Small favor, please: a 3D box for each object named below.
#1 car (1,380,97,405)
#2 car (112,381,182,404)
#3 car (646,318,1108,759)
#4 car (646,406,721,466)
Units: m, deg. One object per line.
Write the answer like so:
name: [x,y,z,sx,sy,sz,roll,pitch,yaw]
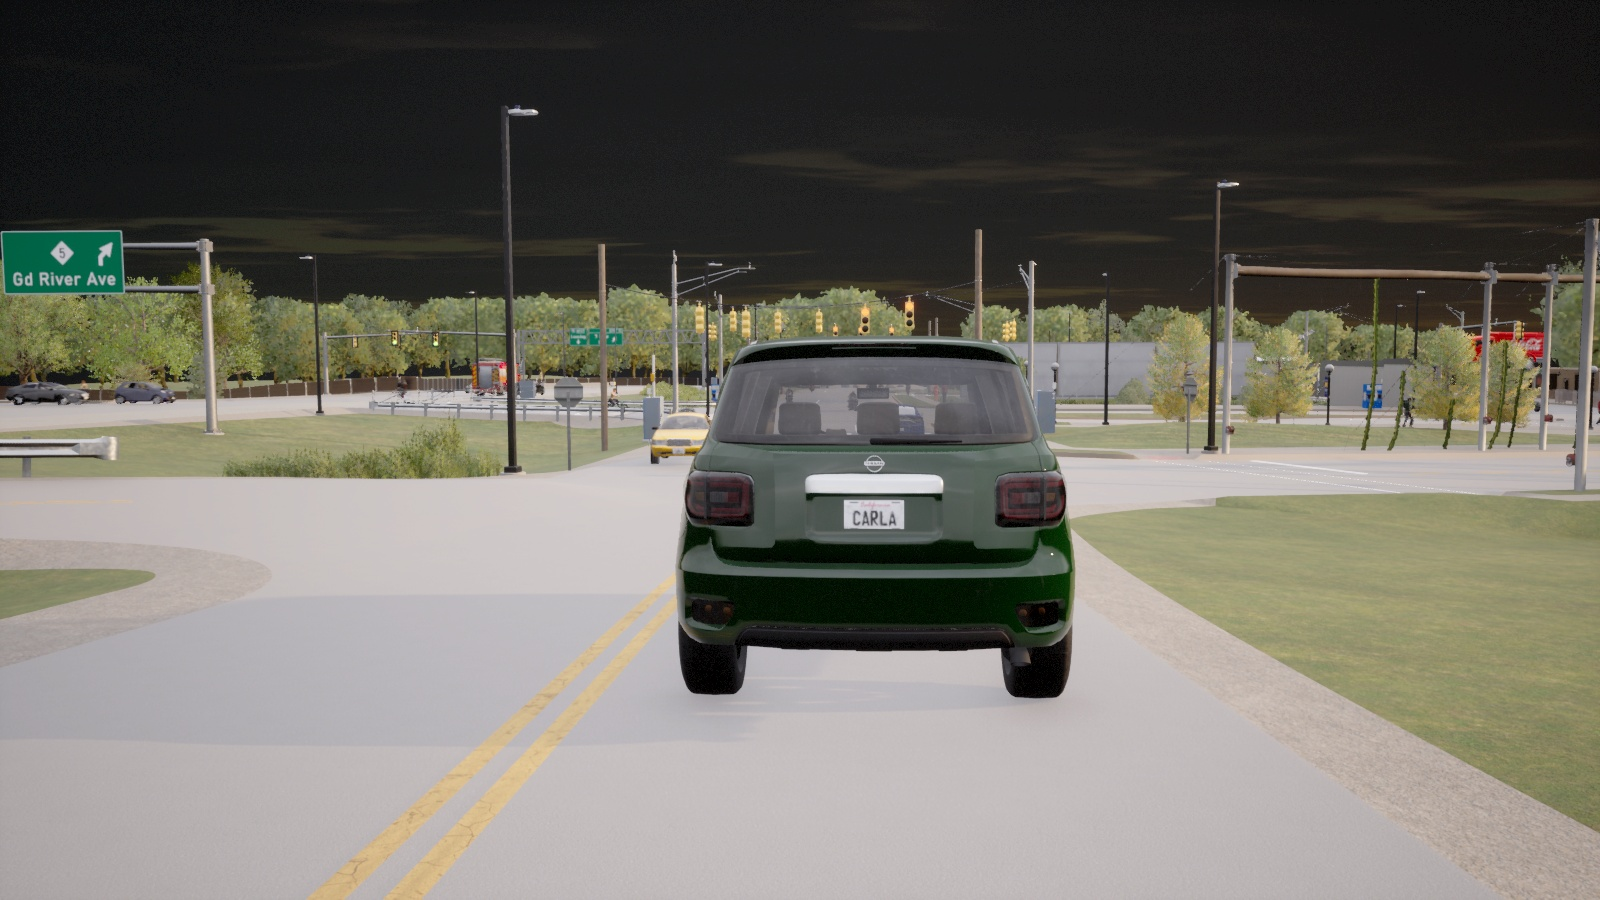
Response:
car: [-48.047,-3.704,80.393,4.902,1.511,2.128,0,4,2]
car: [-43.515,-3.833,83.730,3.633,1.501,1.845,1,3,3]
car: [0.504,0.363,8.656,2.150,2.045,5.566,0,1,3]
car: [-3.397,-0.476,37.605,1.801,1.575,5.366,0,3,-1]
